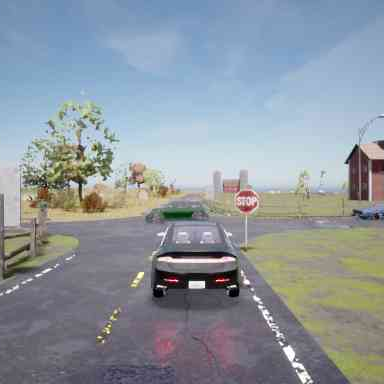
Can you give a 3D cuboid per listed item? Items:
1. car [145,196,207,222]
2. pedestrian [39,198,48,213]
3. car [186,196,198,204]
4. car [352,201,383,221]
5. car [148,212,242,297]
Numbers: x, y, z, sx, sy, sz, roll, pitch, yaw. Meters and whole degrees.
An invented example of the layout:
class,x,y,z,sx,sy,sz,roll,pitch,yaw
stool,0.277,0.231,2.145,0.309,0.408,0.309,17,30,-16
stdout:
class,x,y,z,sx,sy,sz,roll,pitch,yaw
car,-1.085,1.332,24.186,4.553,1.767,2.097,-1,0,0
pedestrian,-12.207,1.413,27.278,0.375,1.860,0.375,0,1,0
car,-0.013,1.543,62.845,2.033,1.411,5.357,0,0,0
car,14.592,1.304,24.094,5.357,1.411,2.033,-1,0,0
car,0.084,1.490,8.532,2.128,1.511,4.902,0,0,0
